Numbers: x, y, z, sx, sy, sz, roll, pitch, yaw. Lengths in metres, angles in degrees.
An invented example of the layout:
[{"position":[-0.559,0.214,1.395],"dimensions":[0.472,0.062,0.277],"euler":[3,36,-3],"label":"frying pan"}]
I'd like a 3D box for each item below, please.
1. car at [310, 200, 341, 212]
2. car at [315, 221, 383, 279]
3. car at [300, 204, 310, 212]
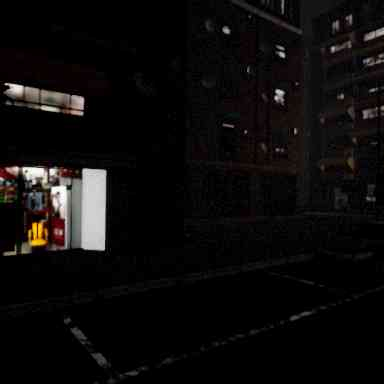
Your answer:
[{"position":[15.508,1.613,40.460],"dimensions":[1.752,1.417,4.829],"euler":[1,-1,-35],"label":"car"},{"position":[5.468,1.562,9.928],"dimensions":[4.206,1.307,1.802],"euler":[0,1,-35],"label":"car"},{"position":[10.616,1.590,38.007],"dimensions":[1.895,1.301,4.718],"euler":[1,-1,-35],"label":"car"}]
